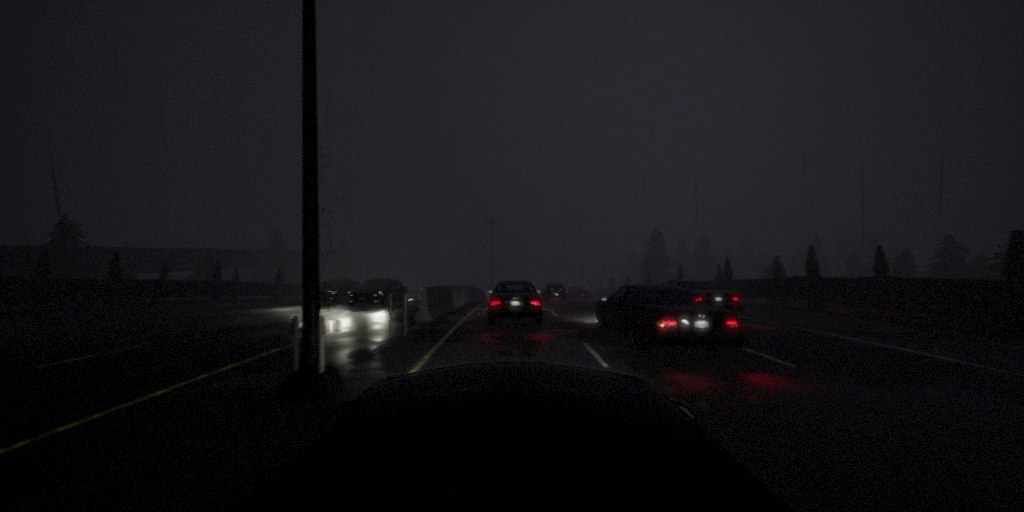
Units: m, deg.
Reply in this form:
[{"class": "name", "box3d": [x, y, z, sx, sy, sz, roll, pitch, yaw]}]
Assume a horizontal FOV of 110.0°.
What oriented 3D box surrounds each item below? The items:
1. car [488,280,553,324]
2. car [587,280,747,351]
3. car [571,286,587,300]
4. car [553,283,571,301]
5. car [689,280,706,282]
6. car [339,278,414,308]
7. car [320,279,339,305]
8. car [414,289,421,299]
[{"class": "car", "box3d": [0.106, 1.598, 13.236, 2.033, 1.411, 5.357, 0, -3, 0]}, {"class": "car", "box3d": [3.604, 1.433, 9.326, 2.033, 1.411, 5.357, 0, -2, 0]}, {"class": "car", "box3d": [7.106, 3.975, 38.571, 1.812, 1.442, 4.674, 0, -6, 0]}, {"class": "car", "box3d": [3.614, 3.128, 31.321, 1.837, 1.490, 4.892, 0, -6, 0]}, {"class": "car", "box3d": [7.106, 1.683, 14.840, 2.033, 1.411, 5.357, 0, -3, 0]}, {"class": "car", "box3d": [-7.090, 1.920, 19.403, 1.882, 1.535, 5.008, 0, -4, 0]}, {"class": "car", "box3d": [-10.588, 2.131, 21.992, 1.882, 1.535, 5.008, 0, -5, 0]}, {"class": "car", "box3d": [-14.044, 5.293, 49.795, 1.994, 1.385, 4.181, 0, -7, 0]}]
